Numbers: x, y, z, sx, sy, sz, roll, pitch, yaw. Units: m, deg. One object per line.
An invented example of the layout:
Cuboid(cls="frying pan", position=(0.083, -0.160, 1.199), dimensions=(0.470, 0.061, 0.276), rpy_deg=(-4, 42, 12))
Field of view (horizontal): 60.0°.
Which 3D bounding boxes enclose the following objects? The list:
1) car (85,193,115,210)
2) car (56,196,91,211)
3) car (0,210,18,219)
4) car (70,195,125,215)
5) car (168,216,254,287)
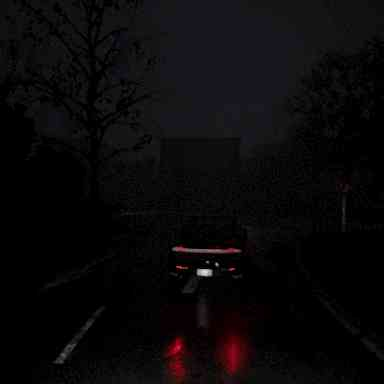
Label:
Cuboid(cls="car", position=(-10.424, 1.068, 38.066), dimensions=(2.185, 1.767, 4.553), rpy_deg=(-1, 1, 0))
Cuboid(cls="car", position=(-13.457, 1.242, 38.098), dimensions=(2.097, 1.535, 5.008), rpy_deg=(-1, 1, 0))
Cuboid(cls="car", position=(-12.610, 1.087, 25.860), dimensions=(2.435, 2.045, 5.566), rpy_deg=(-1, 1, 0))
Cuboid(cls="car", position=(-9.030, 1.310, 30.707), dimensions=(5.357, 1.411, 2.033), rpy_deg=(-1, 0, 3))
Cuboid(cls="car", position=(0.643, 1.395, 9.156), dimensions=(2.128, 1.511, 4.902), rpy_deg=(0, 1, 9))
